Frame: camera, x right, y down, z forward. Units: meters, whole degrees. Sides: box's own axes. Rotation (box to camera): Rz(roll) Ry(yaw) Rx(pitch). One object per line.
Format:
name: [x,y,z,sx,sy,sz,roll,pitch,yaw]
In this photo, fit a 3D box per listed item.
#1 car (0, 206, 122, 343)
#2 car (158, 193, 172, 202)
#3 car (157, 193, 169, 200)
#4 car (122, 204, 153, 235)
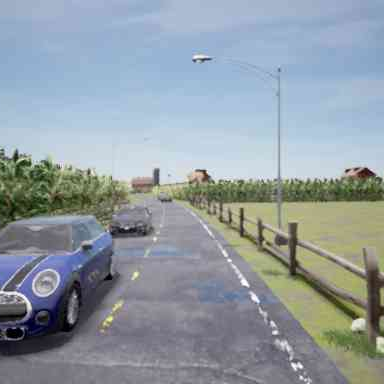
car: [-2.974,1.319,6.736,2.097,1.767,4.553,0,0,-1]
car: [-4.814,1.211,62.712,1.994,1.385,4.181,0,0,-9]
car: [-6.420,1.026,72.640,2.033,1.411,5.357,0,0,-10]
car: [-3.200,1.460,18.181,1.837,1.490,4.892,0,0,-3]
